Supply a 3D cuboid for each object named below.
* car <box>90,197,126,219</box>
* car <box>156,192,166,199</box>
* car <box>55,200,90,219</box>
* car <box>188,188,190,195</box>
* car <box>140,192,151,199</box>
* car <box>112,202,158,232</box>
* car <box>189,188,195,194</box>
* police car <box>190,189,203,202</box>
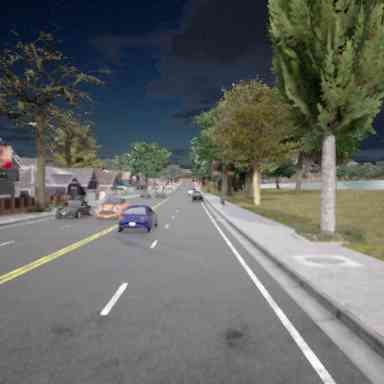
[{"bbox_3d":[-6.594,1.284,27.962,2.097,1.767,4.553,0,1,0],"label":"car"},{"bbox_3d":[-6.496,0.667,70.088,1.994,1.385,4.181,0,1,0],"label":"car"},{"bbox_3d":[-9.844,1.436,28.030,1.837,1.490,4.892,0,1,0],"label":"car"},{"bbox_3d":[0.005,-0.135,91.143,2.150,2.045,5.566,0,1,0],"label":"car"},{"bbox_3d":[-9.746,0.667,70.087,1.994,1.385,4.181,0,1,0],"label":"car"},{"bbox_3d":[-3.147,1.510,19.828,1.812,1.442,4.674,0,0,0],"label":"car"},{"bbox_3d":[0.978,0.405,73.753,2.097,1.767,4.553,0,1,0],"label":"car"},{"bbox_3d":[0.978,0.836,57.896,1.930,1.638,5.238,0,1,0],"label":"police car"}]
